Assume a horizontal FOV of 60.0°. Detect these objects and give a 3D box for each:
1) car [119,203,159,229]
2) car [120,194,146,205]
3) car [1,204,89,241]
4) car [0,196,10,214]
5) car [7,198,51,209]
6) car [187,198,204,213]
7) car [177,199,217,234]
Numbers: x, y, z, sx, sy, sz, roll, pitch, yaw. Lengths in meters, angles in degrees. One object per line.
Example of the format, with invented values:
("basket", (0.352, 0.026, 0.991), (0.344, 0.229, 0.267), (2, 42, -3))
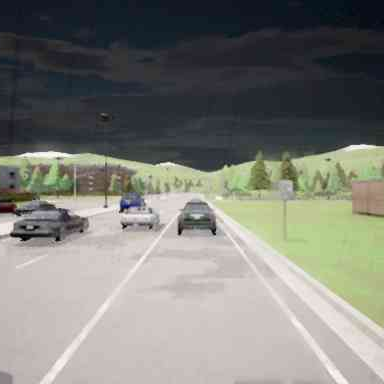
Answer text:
("car", (-3.209, 1.588, 21.338), (1.895, 1.301, 4.718), (0, 0, 1))
("car", (-6.557, 1.198, 37.135), (2.150, 2.045, 5.566), (0, 0, 1))
("car", (-6.756, 1.533, 16.435), (2.033, 1.411, 5.357), (0, 0, 1))
("car", (-18.240, 1.319, 30.719), (2.097, 1.767, 4.553), (0, 0, 1))
("car", (-14.723, 1.519, 31.464), (2.033, 1.411, 5.357), (0, 0, 1))
("car", (0.437, 1.508, 37.796), (1.812, 1.442, 4.674), (0, 0, 1))
("car", (0.276, 1.342, 19.351), (2.097, 1.767, 4.553), (0, 0, 1))
